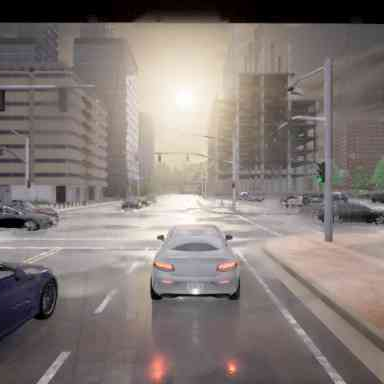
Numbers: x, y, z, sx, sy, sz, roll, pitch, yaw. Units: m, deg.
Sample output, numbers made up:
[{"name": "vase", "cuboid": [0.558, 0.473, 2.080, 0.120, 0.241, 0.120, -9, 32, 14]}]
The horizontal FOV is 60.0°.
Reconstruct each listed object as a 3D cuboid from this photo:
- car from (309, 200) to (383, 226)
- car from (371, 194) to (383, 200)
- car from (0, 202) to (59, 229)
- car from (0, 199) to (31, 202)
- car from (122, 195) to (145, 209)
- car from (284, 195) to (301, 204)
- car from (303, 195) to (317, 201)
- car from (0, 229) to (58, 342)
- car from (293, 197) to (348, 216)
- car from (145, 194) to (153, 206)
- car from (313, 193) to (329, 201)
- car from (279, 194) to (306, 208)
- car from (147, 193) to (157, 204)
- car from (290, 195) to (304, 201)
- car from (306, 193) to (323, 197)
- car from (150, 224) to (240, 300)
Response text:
[{"name": "car", "cuboid": [11.013, 1.505, 22.884, 4.892, 1.490, 1.837, 0, 0, 0]}, {"name": "car", "cuboid": [35.474, 1.153, 61.921, 1.932, 1.855, 4.605, 0, 0, 0]}, {"name": "car", "cuboid": [-10.408, 1.490, 19.209, 4.902, 1.511, 2.128, 0, 0, -1]}, {"name": "car", "cuboid": [-11.570, 1.351, 22.694, 4.553, 1.767, 2.097, 0, 0, -1]}, {"name": "car", "cuboid": [-8.090, 1.352, 44.850, 2.097, 1.767, 4.553, 0, 0, 0]}, {"name": "car", "cuboid": [18.577, 1.395, 61.749, 1.970, 1.475, 3.806, 0, 0, 0]}, {"name": "car", "cuboid": [27.167, 1.364, 76.892, 1.784, 1.438, 3.905, 0, 0, 0]}, {"name": "car", "cuboid": [-3.442, 1.526, 4.387, 1.812, 1.442, 4.674, 0, 0, 0]}, {"name": "car", "cuboid": [12.096, 1.491, 30.074, 4.902, 1.511, 2.128, 0, 0, 0]}, {"name": "car", "cuboid": [-8.168, 1.477, 55.300, 1.882, 1.535, 5.008, 0, 0, 0]}, {"name": "car", "cuboid": [29.850, 1.153, 76.955, 1.932, 1.855, 4.605, 0, 0, 0]}, {"name": "car", "cuboid": [13.061, 1.153, 44.309, 1.932, 1.855, 4.605, 0, 0, 0]}, {"name": "car", "cuboid": [-8.207, 1.221, 65.881, 2.150, 2.045, 5.566, 0, 0, -1]}, {"name": "car", "cuboid": [24.272, 1.395, 76.878, 1.970, 1.475, 3.806, 0, 0, 0]}, {"name": "car", "cuboid": [15.956, 1.156, 44.268, 1.905, 1.878, 3.866, 0, 0, 0]}, {"name": "car", "cuboid": [0.070, 1.526, 8.262, 1.812, 1.442, 4.674, 0, 0, 0]}]
